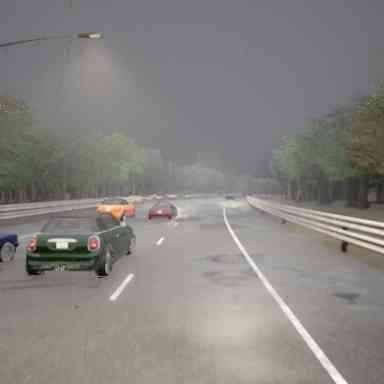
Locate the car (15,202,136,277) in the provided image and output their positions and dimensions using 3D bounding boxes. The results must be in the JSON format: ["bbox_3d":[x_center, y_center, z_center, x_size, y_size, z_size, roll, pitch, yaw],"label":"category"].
[{"bbox_3d":[-3.208,1.360,10.480,2.097,1.767,4.553,0,0,2],"label":"car"}]

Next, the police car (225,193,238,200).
[{"bbox_3d":[8.844,1.081,77.068,1.930,1.638,5.238,0,0,11],"label":"police car"}]

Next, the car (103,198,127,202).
[{"bbox_3d":[-5.949,1.289,26.555,2.097,1.767,4.553,0,0,4],"label":"car"}]

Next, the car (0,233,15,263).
[{"bbox_3d":[-6.759,1.606,9.056,1.895,1.301,4.718,0,0,1],"label":"car"}]

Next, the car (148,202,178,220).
[{"bbox_3d":[-2.361,1.493,27.767,1.994,1.385,4.181,0,0,4],"label":"car"}]
